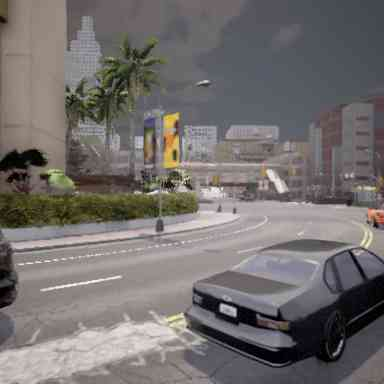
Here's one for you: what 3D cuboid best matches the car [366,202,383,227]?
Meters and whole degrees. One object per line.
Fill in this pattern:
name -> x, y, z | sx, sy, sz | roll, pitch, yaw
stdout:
car -> 13.935, 1.553, 23.964 | 2.097, 1.767, 4.553 | 0, 0, 20

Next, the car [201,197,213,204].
car -> 4.224, 2.149, 84.353 | 2.097, 1.535, 5.008 | 0, 0, -3

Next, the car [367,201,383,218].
car -> 19.582, 1.756, 33.396 | 1.882, 1.535, 5.008 | 0, -1, 7

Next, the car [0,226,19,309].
car -> -5.489, 1.254, 4.533 | 5.566, 2.045, 2.150 | 0, 0, -35

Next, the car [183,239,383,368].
car -> 2.324, 1.598, 6.015 | 5.357, 1.411, 2.033 | 0, -1, -42
